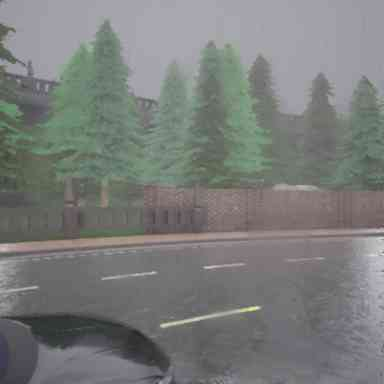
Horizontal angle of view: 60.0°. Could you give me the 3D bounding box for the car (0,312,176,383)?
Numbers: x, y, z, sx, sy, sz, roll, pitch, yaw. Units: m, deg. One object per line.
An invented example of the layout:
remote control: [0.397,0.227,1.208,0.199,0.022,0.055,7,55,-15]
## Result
car: [-2.306,1.478,1.873,4.902,1.511,2.128,1,0,-38]
